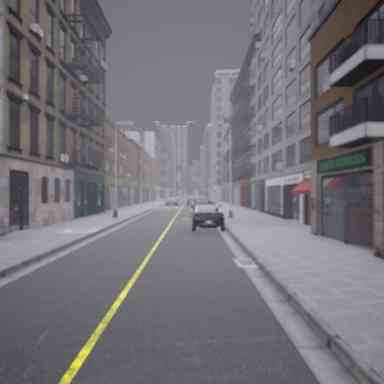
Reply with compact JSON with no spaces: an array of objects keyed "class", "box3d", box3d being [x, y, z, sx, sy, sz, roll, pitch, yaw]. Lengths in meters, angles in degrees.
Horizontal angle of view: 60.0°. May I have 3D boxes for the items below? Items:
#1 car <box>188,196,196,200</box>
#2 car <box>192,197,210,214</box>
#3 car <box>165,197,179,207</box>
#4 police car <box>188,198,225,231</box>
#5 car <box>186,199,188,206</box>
[{"class":"car","box3d":[0.915,1.318,30.190,2.097,1.767,4.553,0,0,0]},{"class":"car","box3d":[0.919,1.421,36.410,1.801,1.575,5.366,0,0,0]},{"class":"car","box3d":[-3.044,1.495,50.836,1.812,1.442,4.674,0,0,0]},{"class":"police car","box3d":[0.911,1.399,20.329,1.930,1.638,5.238,0,0,0]},{"class":"car","box3d":[0.028,1.465,55.770,2.128,1.511,4.902,0,0,0]}]
